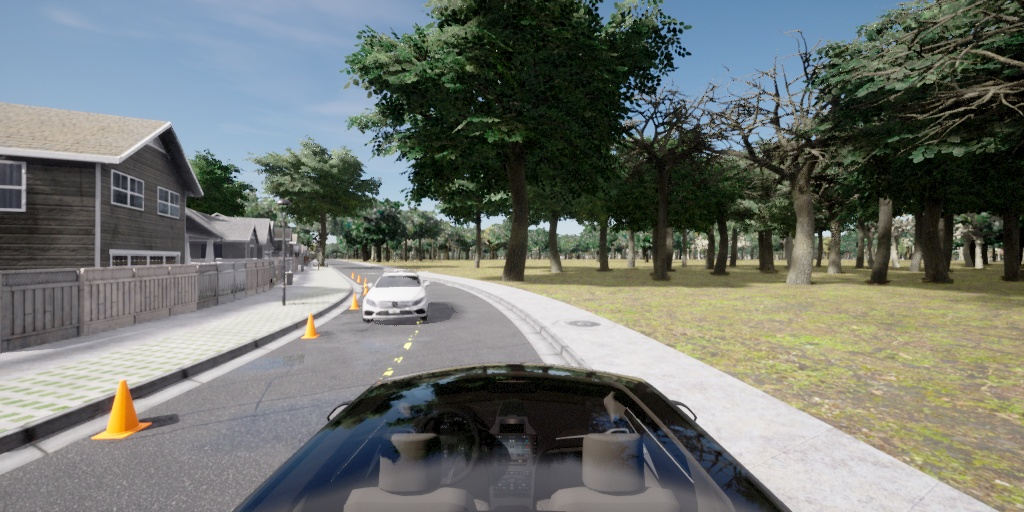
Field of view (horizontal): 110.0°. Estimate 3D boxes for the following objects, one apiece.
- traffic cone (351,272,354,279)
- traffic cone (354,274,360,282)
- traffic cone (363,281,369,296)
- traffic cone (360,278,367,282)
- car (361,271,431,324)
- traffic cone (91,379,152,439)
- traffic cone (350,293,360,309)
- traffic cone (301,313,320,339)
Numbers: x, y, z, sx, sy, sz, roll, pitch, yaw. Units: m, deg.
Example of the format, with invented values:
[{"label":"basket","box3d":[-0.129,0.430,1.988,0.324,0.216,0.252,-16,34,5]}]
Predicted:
[{"label":"traffic cone","box3d":[-13.786,1.655,31.121,0.340,0.580,0.340,0,0,-29]},{"label":"traffic cone","box3d":[-11.394,1.664,26.731,0.340,0.580,0.340,0,0,-29]},{"label":"traffic cone","box3d":[-7.318,1.682,18.028,0.340,0.580,0.340,0,0,-20]},{"label":"traffic cone","box3d":[-9.146,1.673,22.427,0.340,0.580,0.340,0,0,-25]},{"label":"car","box3d":[-3.795,1.265,12.224,1.812,1.442,4.674,0,0,-13]},{"label":"traffic cone","box3d":[-4.422,1.704,4.075,0.340,0.580,0.340,0,0,-4]},{"label":"traffic cone","box3d":[-5.913,1.690,13.475,0.340,0.580,0.340,0,0,-14]},{"label":"traffic cone","box3d":[-4.945,1.698,8.809,0.340,0.580,0.340,0,0,-9]}]
